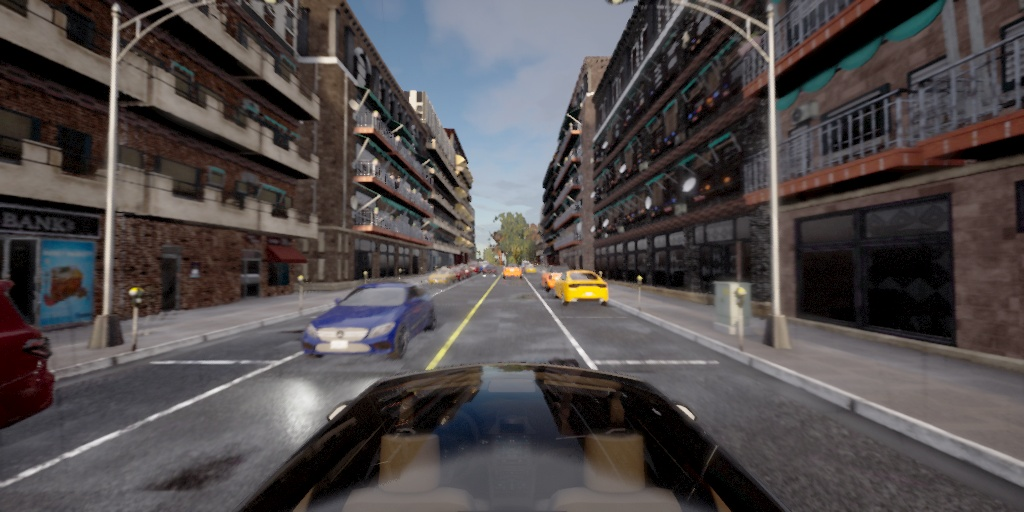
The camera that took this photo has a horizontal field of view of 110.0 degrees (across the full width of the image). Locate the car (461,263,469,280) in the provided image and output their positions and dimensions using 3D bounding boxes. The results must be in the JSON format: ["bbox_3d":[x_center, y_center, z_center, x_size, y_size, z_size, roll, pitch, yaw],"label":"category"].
[{"bbox_3d":[-5.688,1.715,35.515,1.888,1.381,4.507,0,0,0],"label":"car"}]

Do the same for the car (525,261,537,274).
[{"bbox_3d":[2.695,1.910,52.631,1.751,1.417,4.829,0,0,0],"label":"car"}]

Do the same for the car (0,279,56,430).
[{"bbox_3d":[-5.690,1.062,1.549,2.192,1.841,5.009,0,0,0],"label":"car"}]

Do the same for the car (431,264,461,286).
[{"bbox_3d":[-5.689,1.624,29.685,1.751,1.417,4.829,0,0,0],"label":"car"}]

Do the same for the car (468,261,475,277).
[{"bbox_3d":[-5.688,1.681,41.178,1.967,1.591,4.097,0,0,0],"label":"car"}]

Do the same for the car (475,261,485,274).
[{"bbox_3d":[-5.687,1.699,52.500,2.192,1.841,5.009,0,0,0],"label":"car"}]

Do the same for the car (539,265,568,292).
[{"bbox_3d":[3.113,1.380,24.067,2.097,1.767,4.553,0,-1,0],"label":"car"}]

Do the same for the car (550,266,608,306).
[{"bbox_3d":[3.141,1.418,17.095,1.882,1.535,5.008,0,-1,0],"label":"car"}]

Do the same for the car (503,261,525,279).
[{"bbox_3d":[0.071,1.589,40.754,2.097,1.767,4.553,0,-1,0],"label":"car"}]

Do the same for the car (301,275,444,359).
[{"bbox_3d":[-3.100,1.363,8.774,1.812,1.442,4.674,0,-1,0],"label":"car"}]

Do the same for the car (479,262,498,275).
[{"bbox_3d":[-3.068,1.925,50.638,1.994,1.385,4.181,0,-1,0],"label":"car"}]
